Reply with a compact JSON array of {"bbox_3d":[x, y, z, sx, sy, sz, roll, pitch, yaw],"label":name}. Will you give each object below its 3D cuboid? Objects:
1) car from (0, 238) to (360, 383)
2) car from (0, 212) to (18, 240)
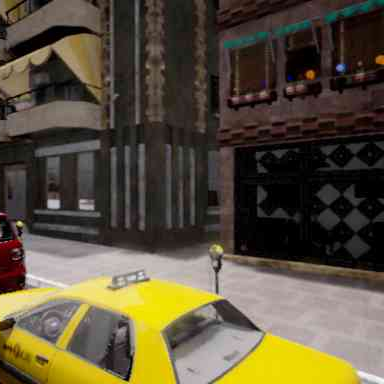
[{"bbox_3d":[-0.865,1.495,3.512,4.829,1.417,1.752,1,-1,36],"label":"car"},{"bbox_3d":[-5.348,1.221,6.724,5.009,1.841,2.192,1,-1,36],"label":"car"}]
